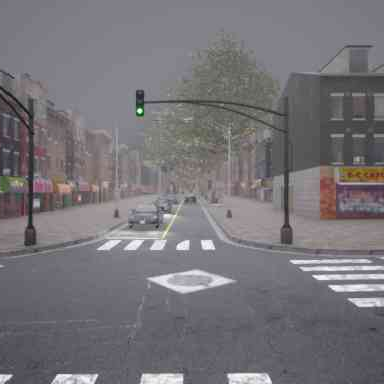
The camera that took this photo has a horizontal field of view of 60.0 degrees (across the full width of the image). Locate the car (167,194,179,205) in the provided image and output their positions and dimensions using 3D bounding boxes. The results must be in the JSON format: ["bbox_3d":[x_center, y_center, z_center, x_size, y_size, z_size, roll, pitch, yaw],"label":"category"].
[{"bbox_3d":[-3.001,1.070,48.616,1.837,1.490,4.892,0,0,0],"label":"car"}]

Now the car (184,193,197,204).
[{"bbox_3d":[-0.197,0.990,51.830,1.882,1.535,5.008,0,1,0],"label":"car"}]

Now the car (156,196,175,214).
[{"bbox_3d":[-2.979,1.387,32.589,1.994,1.385,4.181,0,1,-1],"label":"car"}]

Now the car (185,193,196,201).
[{"bbox_3d":[-0.236,0.916,62.253,1.994,1.385,4.181,0,1,0],"label":"car"}]

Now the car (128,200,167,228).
[{"bbox_3d":[-2.932,1.482,21.878,1.812,1.442,4.674,0,1,0],"label":"car"}]
